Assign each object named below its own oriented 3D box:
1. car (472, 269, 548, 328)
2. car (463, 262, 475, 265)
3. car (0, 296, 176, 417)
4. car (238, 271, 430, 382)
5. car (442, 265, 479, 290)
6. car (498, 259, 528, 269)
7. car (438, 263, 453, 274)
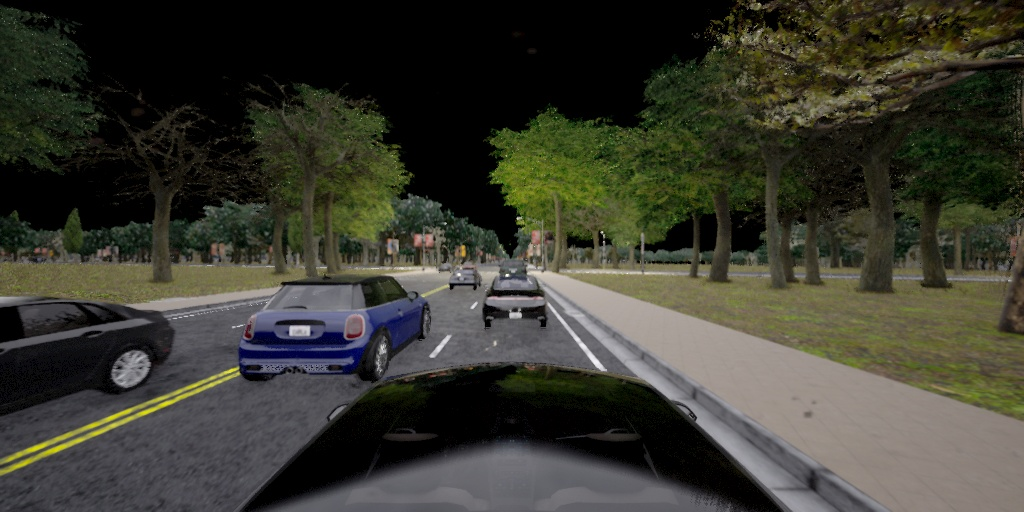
[{"bbox_3d":[0.095,1.346,11.751,2.128,1.511,4.902,0,0,0],"label":"car"},{"bbox_3d":[-6.547,1.683,54.205,2.097,1.767,4.553,0,-1,0],"label":"car"},{"bbox_3d":[-6.601,1.278,3.985,1.837,1.490,4.892,0,-1,0],"label":"car"},{"bbox_3d":[-3.151,1.160,7.451,2.097,1.767,4.553,0,-1,0],"label":"car"},{"bbox_3d":[-3.166,1.543,25.094,2.033,1.411,5.357,0,-1,0],"label":"car"},{"bbox_3d":[0.085,1.259,28.567,2.150,2.045,5.566,0,0,0],"label":"car"},{"bbox_3d":[-9.800,1.835,53.878,1.837,1.490,4.892,0,-1,0],"label":"car"}]
